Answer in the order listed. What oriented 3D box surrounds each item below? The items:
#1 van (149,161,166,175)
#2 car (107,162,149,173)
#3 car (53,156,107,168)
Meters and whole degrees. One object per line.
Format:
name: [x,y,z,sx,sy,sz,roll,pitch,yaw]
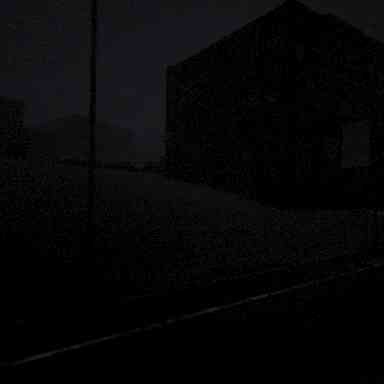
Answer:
van: [-3.892,-2.608,40.899,1.878,1.987,4.442,0,-2,39]
car: [-7.477,-2.555,36.497,2.002,1.452,4.674,0,-2,40]
car: [-11.038,-2.740,32.254,2.002,1.452,4.674,0,-2,41]
